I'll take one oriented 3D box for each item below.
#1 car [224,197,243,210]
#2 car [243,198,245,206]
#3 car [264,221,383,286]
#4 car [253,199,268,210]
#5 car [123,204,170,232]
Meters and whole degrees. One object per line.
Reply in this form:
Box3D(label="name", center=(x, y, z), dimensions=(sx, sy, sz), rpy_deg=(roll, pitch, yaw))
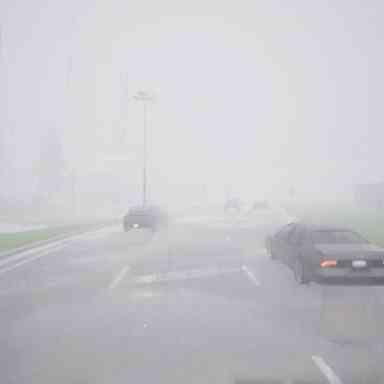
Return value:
Box3D(label="car", center=(5.183, 1.485, 42.575), dimensions=(1.837, 1.490, 4.892), rpy_deg=(0, 0, 12))
Box3D(label="car", center=(7.657, 1.533, 55.135), dimensions=(1.994, 1.385, 4.181), rpy_deg=(0, 0, 12))
Box3D(label="car", center=(3.469, 1.532, 9.390), dimensions=(2.033, 1.411, 5.357), rpy_deg=(0, 0, 0))
Box3D(label="car", center=(8.666, 1.564, 42.156), dimensions=(1.895, 1.301, 4.718), rpy_deg=(0, 0, 12))
Box3D(label="car", center=(-2.641, 1.519, 20.081), dimensions=(1.837, 1.490, 4.892), rpy_deg=(-1, 0, 8))
